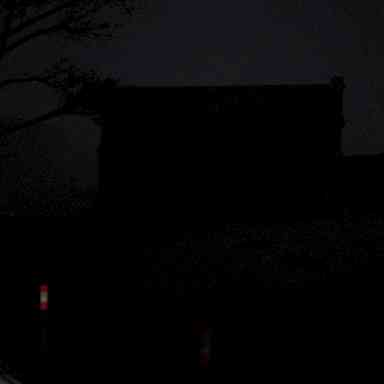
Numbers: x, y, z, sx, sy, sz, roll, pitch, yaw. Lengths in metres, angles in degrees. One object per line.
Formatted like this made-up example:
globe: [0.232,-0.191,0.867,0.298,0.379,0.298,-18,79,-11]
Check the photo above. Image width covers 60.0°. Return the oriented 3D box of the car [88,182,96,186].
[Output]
car: [-23.615,-0.925,70.608,4.892,1.521,2.231,3,2,19]

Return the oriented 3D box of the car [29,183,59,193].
car: [-27.152,-0.803,60.151,4.553,1.767,2.185,3,2,19]

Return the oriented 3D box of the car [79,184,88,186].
car: [-24.471,-0.985,67.979,4.553,1.767,2.185,3,2,19]

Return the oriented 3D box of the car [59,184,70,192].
car: [-26.296,-0.737,62.780,5.008,1.535,2.097,3,2,19]

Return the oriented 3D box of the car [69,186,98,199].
car: [-14.961,0.242,47.157,1.994,1.385,4.181,2,2,16]

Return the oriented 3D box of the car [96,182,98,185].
car: [-21.841,-1.316,75.820,5.566,2.045,2.435,3,2,19]

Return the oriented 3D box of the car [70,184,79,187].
car: [-25.397,-0.759,65.386,4.674,1.452,2.002,3,2,19]
